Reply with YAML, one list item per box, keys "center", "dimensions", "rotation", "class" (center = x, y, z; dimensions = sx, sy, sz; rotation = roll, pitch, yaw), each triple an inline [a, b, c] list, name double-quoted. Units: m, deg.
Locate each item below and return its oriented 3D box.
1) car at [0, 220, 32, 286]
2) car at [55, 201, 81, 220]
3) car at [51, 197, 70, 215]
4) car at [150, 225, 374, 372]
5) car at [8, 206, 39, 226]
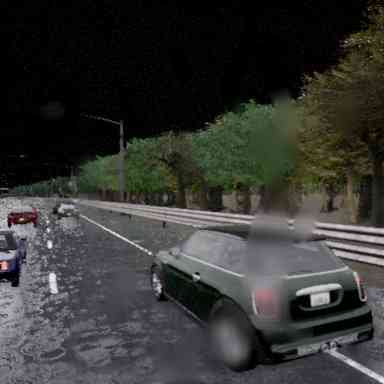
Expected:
- center: [-5.712, 1.726, 9.294]
  dimensions: [1.895, 1.301, 4.718]
  rotation: [0, 0, -24]
  class: "car"
- center: [-12.006, 1.877, 32.142]
  dimensions: [1.812, 1.442, 4.674]
  rotation: [0, 0, -23]
  class: "car"
- center: [-16.193, 1.686, 41.415]
  dimensions: [2.150, 2.045, 5.566]
  rotation: [0, 0, -24]
  class: "car"
- center: [0.748, 1.382, 6.111]
  dimensions: [2.097, 1.767, 4.553]
  rotation: [0, 0, -24]
  class: "car"
- center: [-12.974, 1.796, 25.725]
  dimensions: [1.882, 1.535, 5.008]
  rotation: [0, 0, -24]
  class: "car"
